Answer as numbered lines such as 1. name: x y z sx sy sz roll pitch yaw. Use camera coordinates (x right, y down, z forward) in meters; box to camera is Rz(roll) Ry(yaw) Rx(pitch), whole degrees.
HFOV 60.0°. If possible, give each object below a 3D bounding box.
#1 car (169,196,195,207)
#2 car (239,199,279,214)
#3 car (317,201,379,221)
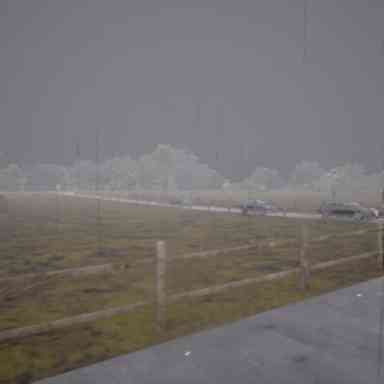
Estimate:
1. car: -1.436 1.353 47.793 2.128 1.511 4.902 1 0 -35
2. car: 7.125 1.544 35.832 1.812 1.442 4.674 1 0 -36
3. car: 12.895 1.513 27.716 2.128 1.511 4.902 1 -1 -34
